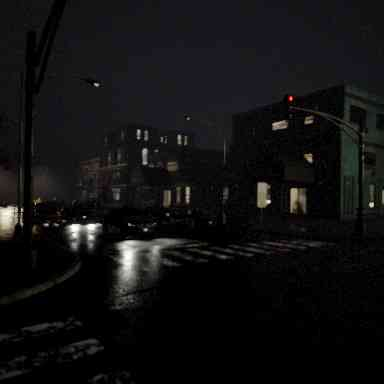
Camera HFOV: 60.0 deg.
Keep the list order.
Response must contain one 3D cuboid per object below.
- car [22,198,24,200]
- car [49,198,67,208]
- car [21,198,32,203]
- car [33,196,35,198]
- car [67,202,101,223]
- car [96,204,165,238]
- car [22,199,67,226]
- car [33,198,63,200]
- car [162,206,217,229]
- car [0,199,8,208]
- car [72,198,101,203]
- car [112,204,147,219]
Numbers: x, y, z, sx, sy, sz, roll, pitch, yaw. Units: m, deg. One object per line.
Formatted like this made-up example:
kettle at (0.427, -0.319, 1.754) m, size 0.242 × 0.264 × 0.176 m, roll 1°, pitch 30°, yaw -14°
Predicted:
car at (-38.606, 1.888, 79.279) m, size 2.192 × 1.841 × 5.009 m, roll 1°, pitch -1°, yaw -35°
car at (-22.809, 1.875, 56.458) m, size 1.967 × 1.590 × 4.097 m, roll 1°, pitch -1°, yaw -35°
car at (-41.768, 2.152, 83.840) m, size 2.008 × 1.369 × 4.403 m, roll 1°, pitch -1°, yaw -35°
car at (-32.385, 2.044, 70.288) m, size 1.752 × 1.417 × 4.829 m, roll 1°, pitch -1°, yaw -35°
car at (-9.234, 1.716, 26.679) m, size 1.994 × 1.385 × 4.181 m, roll 2°, pitch -1°, yaw -35°
car at (-3.590, 1.631, 18.573) m, size 1.812 × 1.442 × 4.674 m, roll 1°, pitch -1°, yaw -33°
car at (-10.844, 1.528, 24.231) m, size 1.967 × 1.590 × 4.097 m, roll 1°, pitch -1°, yaw -35°
car at (-15.090, 1.694, 35.167) m, size 2.128 × 1.511 × 4.902 m, roll 2°, pitch -1°, yaw -34°
car at (-0.021, 1.796, 23.768) m, size 2.008 × 1.369 × 4.403 m, roll 1°, pitch -1°, yaw -35°
car at (-29.601, 1.777, 51.546) m, size 1.752 × 1.417 × 4.829 m, roll 1°, pitch -1°, yaw -35°
car at (-13.260, 1.670, 42.817) m, size 2.192 × 1.841 × 5.009 m, roll 1°, pitch -1°, yaw -35°
car at (-6.262, 1.879, 32.780) m, size 1.802 × 1.307 × 4.206 m, roll 1°, pitch -1°, yaw -35°
